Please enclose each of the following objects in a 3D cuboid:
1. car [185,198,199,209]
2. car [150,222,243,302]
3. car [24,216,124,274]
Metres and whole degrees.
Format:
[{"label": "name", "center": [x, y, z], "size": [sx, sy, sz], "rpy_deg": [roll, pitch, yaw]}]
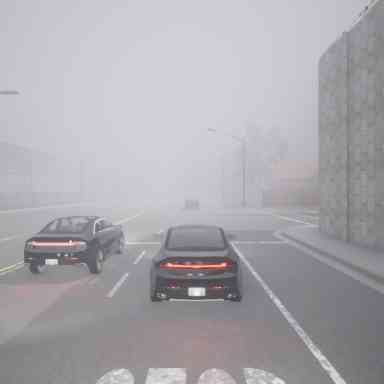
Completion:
[{"label": "car", "center": [-0.022, 1.492, 44.233], "size": [2.128, 1.511, 4.902], "rpy_deg": [0, 0, 0]}, {"label": "car", "center": [0.078, 1.505, 8.265], "size": [1.837, 1.490, 4.892], "rpy_deg": [0, 0, 0]}, {"label": "car", "center": [-3.429, 1.492, 10.533], "size": [2.128, 1.511, 4.902], "rpy_deg": [0, 0, 0]}]
